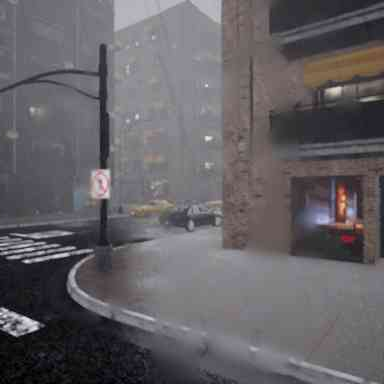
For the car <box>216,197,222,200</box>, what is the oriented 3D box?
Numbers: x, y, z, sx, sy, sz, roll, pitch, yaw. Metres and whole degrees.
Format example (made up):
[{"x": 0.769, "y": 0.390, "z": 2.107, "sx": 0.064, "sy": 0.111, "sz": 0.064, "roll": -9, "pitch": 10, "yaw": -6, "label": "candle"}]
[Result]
[{"x": 3.486, "y": 1.140, "z": 36.919, "sx": 1.752, "sy": 1.417, "sz": 4.829, "roll": 1, "pitch": 1, "yaw": 36, "label": "car"}]

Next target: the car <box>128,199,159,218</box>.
[{"x": -3.153, "y": 1.282, "z": 27.724, "sx": 1.752, "sy": 1.417, "sz": 4.829, "roll": 1, "pitch": 1, "yaw": 36, "label": "car"}]

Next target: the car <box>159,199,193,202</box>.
[{"x": -0.386, "y": 1.296, "z": 27.361, "sx": 1.994, "sy": 1.385, "sz": 4.181, "roll": 0, "pitch": 1, "yaw": 36, "label": "car"}]

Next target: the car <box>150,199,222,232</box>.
[{"x": 0.033, "y": 1.350, "z": 18.676, "sx": 2.008, "sy": 1.369, "sz": 4.403, "roll": 1, "pitch": 1, "yaw": 36, "label": "car"}]
